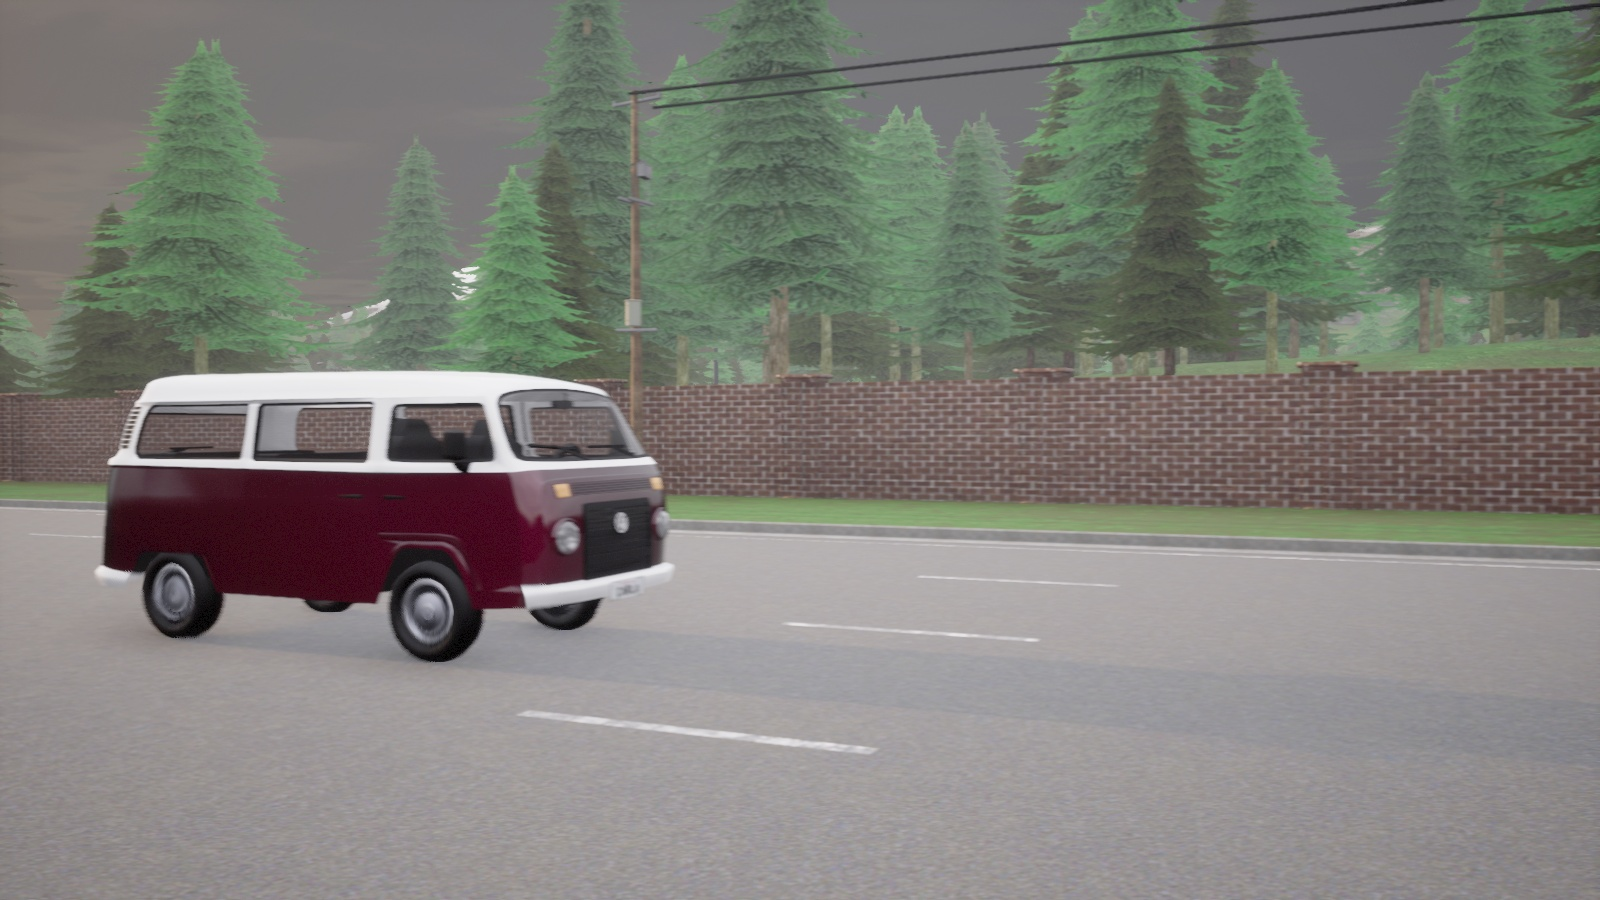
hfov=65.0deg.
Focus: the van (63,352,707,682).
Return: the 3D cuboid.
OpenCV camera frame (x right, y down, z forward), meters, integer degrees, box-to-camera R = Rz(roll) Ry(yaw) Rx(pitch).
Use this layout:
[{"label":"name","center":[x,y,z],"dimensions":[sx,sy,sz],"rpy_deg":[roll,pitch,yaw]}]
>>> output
[{"label":"van","center":[-3.181,0.381,9.639],"dimensions":[4.480,2.038,2.069],"rpy_deg":[1,1,25]}]
